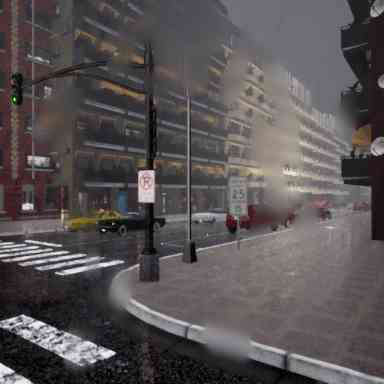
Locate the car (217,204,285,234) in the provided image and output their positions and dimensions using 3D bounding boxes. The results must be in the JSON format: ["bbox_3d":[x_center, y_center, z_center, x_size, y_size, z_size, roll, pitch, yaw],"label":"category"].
[{"bbox_3d":[4.053,1.711,22.006,2.192,1.841,5.009,-1,-2,35],"label":"car"}]

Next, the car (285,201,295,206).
[{"bbox_3d":[13.333,2.446,49.792,1.752,1.417,4.829,-1,-2,35],"label":"car"}]

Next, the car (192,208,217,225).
[{"bbox_3d":[1.962,2.093,29.022,1.895,1.301,4.718,0,-1,35],"label":"car"}]

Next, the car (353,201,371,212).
[{"bbox_3d":[30.050,2.522,59.112,2.192,1.841,5.009,-1,-2,35],"label":"car"}]

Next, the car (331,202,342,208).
[{"bbox_3d":[32.931,3.067,77.762,1.887,1.381,4.507,-1,-2,35],"label":"car"}]

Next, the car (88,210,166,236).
[{"bbox_3d":[-3.787,1.911,20.817,1.895,1.301,4.718,0,-1,35],"label":"car"}]

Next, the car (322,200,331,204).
[{"bbox_3d":[26.429,2.640,68.490,2.192,1.841,5.009,-1,-2,35],"label":"car"}]

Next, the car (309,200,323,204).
[{"bbox_3d":[23.182,2.771,63.847,1.887,1.381,4.507,-1,-2,35],"label":"car"}]

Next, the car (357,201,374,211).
[{"bbox_3d":[33.300,2.622,63.751,2.192,1.841,5.009,-1,-2,35],"label":"car"}]

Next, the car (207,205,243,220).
[{"bbox_3d":[3.682,2.164,36.016,1.887,1.381,4.507,-1,-2,35],"label":"car"}]

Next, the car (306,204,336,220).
[{"bbox_3d":[13.804,2.284,35.914,1.802,1.307,4.206,-1,-2,35],"label":"car"}]

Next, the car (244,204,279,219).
[{"bbox_3d":[7.939,2.171,37.532,2.128,1.511,4.902,0,-1,35],"label":"car"}]

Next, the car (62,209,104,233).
[{"bbox_3d":[-6.165,1.834,21.962,1.752,1.417,4.829,-1,-2,35],"label":"car"}]

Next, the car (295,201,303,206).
[{"bbox_3d":[16.680,2.340,54.576,2.192,1.841,5.009,-1,-2,35],"label":"car"}]

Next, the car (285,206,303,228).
[{"bbox_3d":[7.304,2.043,26.638,1.887,1.381,4.507,-1,-2,35],"label":"car"}]

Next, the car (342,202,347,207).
[{"bbox_3d":[39.432,3.282,87.040,1.947,1.339,4.313,-1,-2,35],"label":"car"}]
